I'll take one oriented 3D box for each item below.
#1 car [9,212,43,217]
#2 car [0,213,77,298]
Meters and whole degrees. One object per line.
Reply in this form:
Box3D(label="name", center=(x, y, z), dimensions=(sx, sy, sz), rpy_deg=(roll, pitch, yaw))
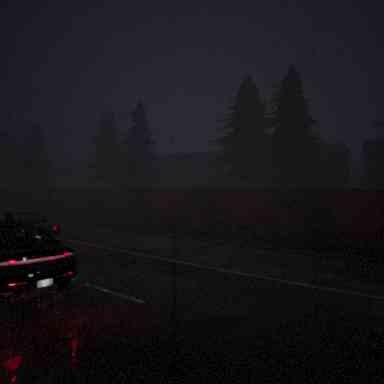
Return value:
Box3D(label="car", center=(-7.979, 1.557, 15.142), dimensions=(4.718, 1.301, 1.895), rpy_deg=(1, 0, 41))
Box3D(label="car", center=(-4.602, 1.464, 7.744), dimensions=(4.902, 1.511, 2.128), rpy_deg=(0, 0, 40))
